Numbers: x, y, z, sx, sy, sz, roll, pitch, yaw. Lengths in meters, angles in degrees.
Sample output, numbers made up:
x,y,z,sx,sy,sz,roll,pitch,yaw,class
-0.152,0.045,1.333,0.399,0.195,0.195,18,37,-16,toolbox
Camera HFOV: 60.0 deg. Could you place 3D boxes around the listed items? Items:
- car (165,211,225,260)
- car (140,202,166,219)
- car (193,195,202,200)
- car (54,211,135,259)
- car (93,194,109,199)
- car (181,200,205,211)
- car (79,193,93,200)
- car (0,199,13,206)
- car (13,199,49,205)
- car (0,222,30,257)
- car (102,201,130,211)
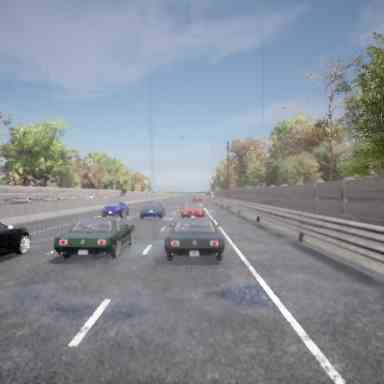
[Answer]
x,y,z,sx,sy,sz,roll,pitch,yaw,class
0.089,1.613,12.479,1.895,1.301,4.718,0,0,0,car
-3.414,1.606,29.915,1.994,1.385,4.181,0,0,0,car
1.206,1.498,73.298,2.097,1.767,4.553,0,0,0,car
-3.410,1.613,12.667,1.895,1.301,4.718,0,0,0,car
-21.019,1.291,78.281,2.097,1.767,4.553,0,0,0,car
0.085,1.639,27.798,1.895,1.301,4.718,0,0,0,car
-24.519,1.238,77.811,2.150,2.045,5.566,0,0,0,car
-21.098,1.549,37.598,2.128,1.511,4.902,0,0,0,car
-17.599,1.549,37.624,2.128,1.511,4.902,0,0,0,car
-6.918,1.487,10.327,1.882,1.535,5.008,0,0,0,car
-6.913,1.569,30.443,1.812,1.442,4.674,0,0,0,car
